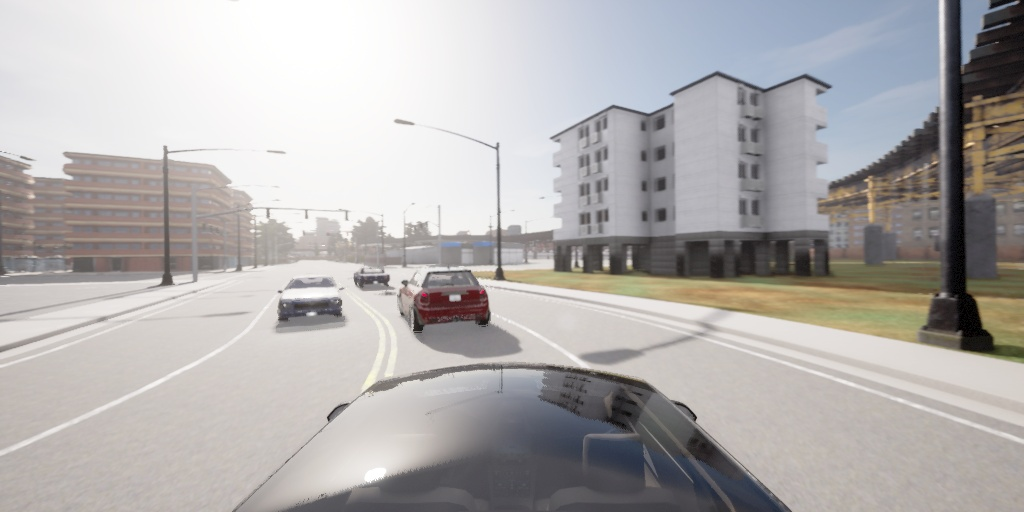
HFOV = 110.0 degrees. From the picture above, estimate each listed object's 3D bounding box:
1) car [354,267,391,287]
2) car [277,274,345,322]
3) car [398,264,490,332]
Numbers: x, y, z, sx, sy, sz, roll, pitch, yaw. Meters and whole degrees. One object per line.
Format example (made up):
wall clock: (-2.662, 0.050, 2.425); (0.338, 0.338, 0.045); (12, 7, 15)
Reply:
car: (-9.995, 1.448, 25.361); (1.895, 1.301, 4.718); (-1, 0, -29)
car: (-7.304, 1.380, 13.150); (2.033, 1.411, 5.357); (-1, 0, -29)
car: (-2.321, 1.117, 11.313); (2.097, 1.767, 4.553); (-1, 0, -23)
